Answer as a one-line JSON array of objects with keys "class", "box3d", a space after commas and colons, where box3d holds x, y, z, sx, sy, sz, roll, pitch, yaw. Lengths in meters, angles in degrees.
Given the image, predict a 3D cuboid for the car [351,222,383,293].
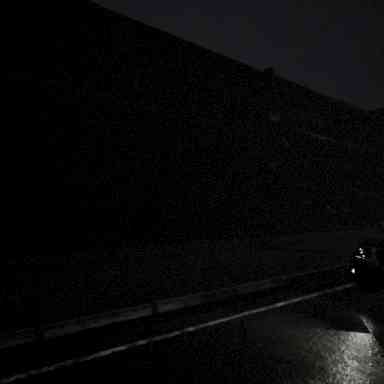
[{"class": "car", "box3d": [6.176, 1.358, 8.083, 5.566, 2.045, 2.150, 1, -1, -35]}]
